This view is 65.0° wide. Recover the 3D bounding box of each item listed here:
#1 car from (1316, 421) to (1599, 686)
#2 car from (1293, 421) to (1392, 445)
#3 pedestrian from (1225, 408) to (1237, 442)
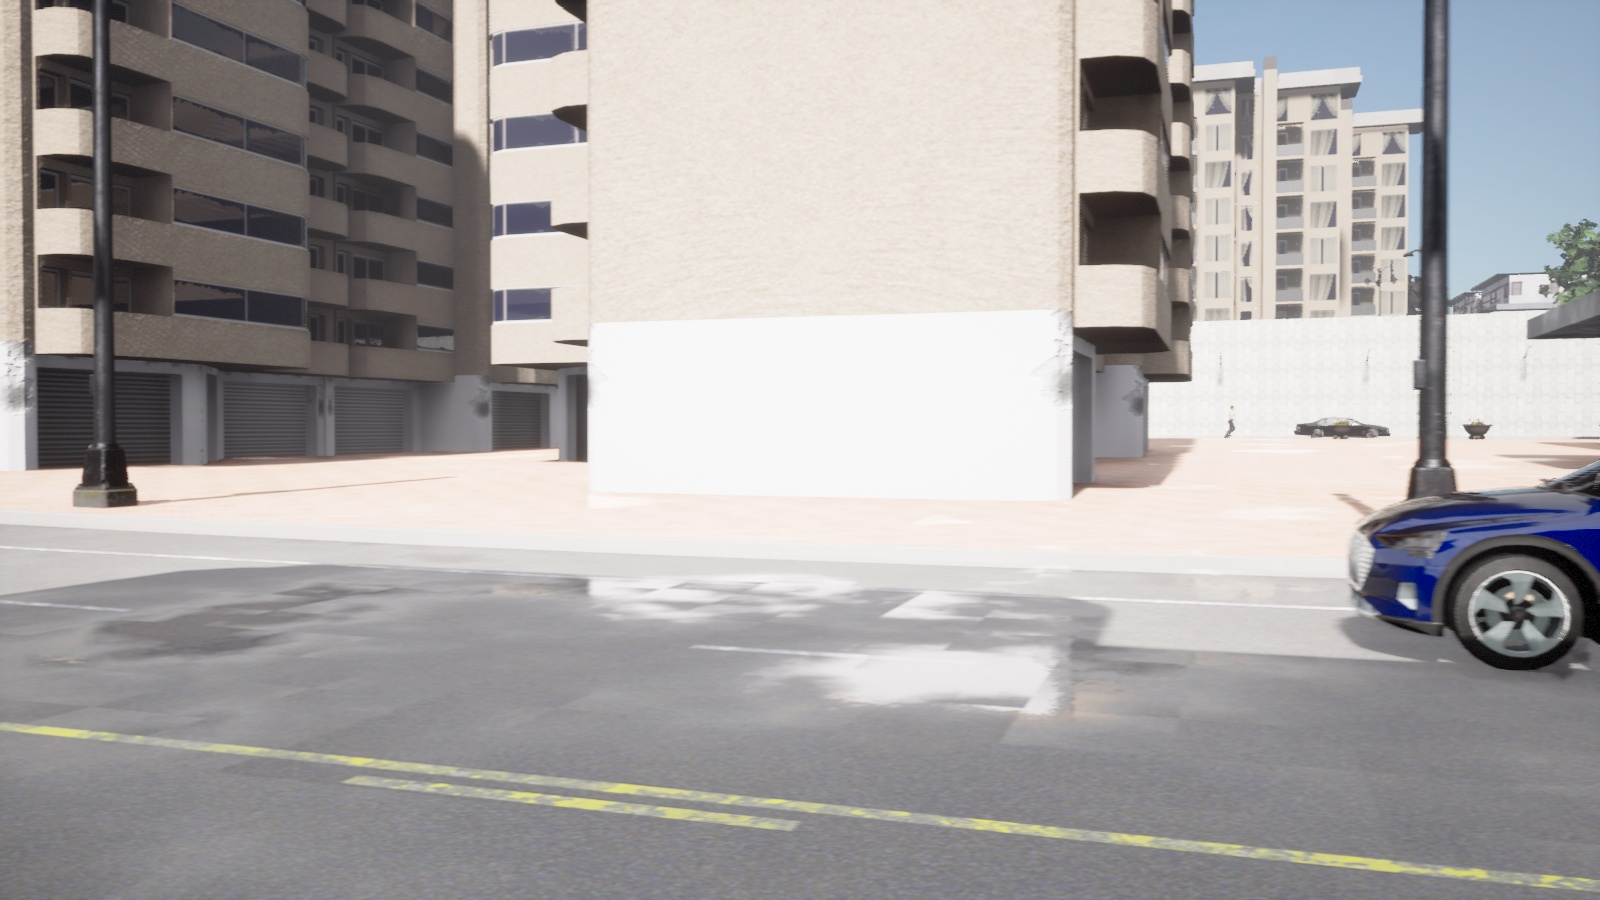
[{"bbox_3d":[6.188,0.637,8.495,4.856,1.649,2.033,0,1,19],"label":"car"},{"bbox_3d":[32.668,-1.044,75.725,5.357,1.411,2.033,1,1,20],"label":"car"},{"bbox_3d":[23.610,-1.387,68.834,0.594,1.836,0.345,1,1,16],"label":"pedestrian"}]
